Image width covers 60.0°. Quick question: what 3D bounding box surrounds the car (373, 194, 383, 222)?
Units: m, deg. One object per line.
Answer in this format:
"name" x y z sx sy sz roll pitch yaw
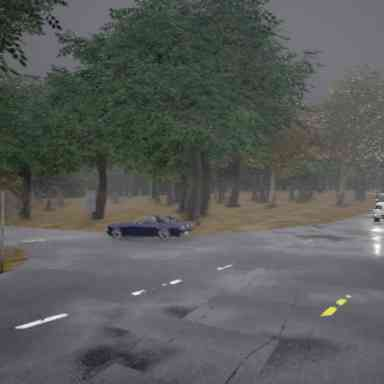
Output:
"car" 14.581 1.074 23.786 2.150 2.045 5.566 1 1 37

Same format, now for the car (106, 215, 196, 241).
"car" -2.309 1.924 18.174 4.718 1.301 1.895 -3 -2 23
